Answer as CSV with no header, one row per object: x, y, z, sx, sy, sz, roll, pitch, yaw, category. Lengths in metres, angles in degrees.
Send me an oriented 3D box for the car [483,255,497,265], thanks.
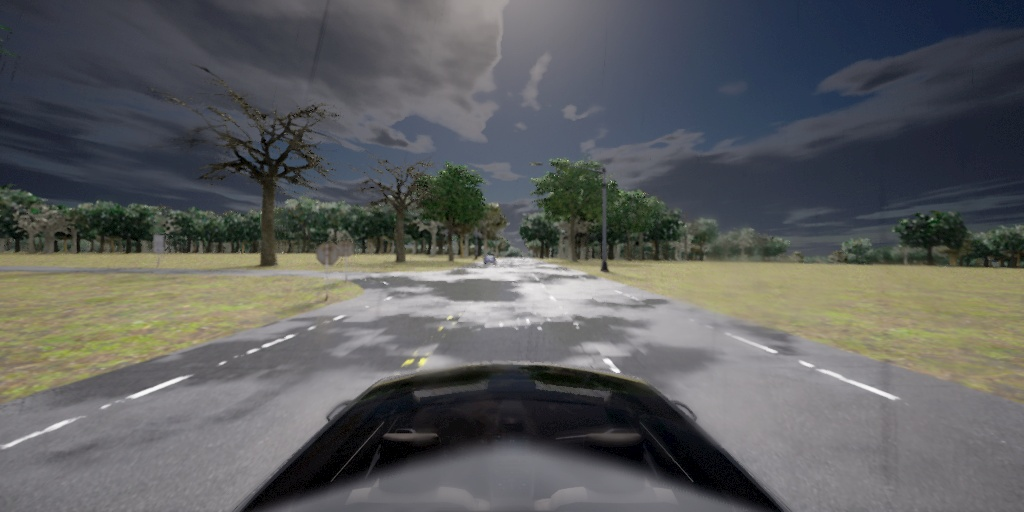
-3.513,0.614,56.847,1.812,1.442,4.674,0,1,0,car
